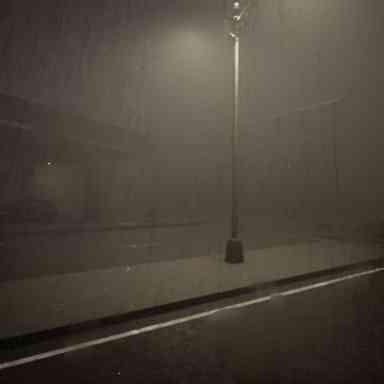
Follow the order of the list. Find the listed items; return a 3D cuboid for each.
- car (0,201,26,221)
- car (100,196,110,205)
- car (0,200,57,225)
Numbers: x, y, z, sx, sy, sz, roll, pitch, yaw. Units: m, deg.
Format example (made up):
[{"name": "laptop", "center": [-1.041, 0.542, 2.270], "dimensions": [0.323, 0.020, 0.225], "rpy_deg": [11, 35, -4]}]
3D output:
[{"name": "car", "center": [-15.302, 1.484, 26.064], "dimensions": [3.806, 1.475, 1.970], "rpy_deg": [1, 0, -35]}, {"name": "car", "center": [-17.440, 1.590, 64.177], "dimensions": [2.097, 1.767, 4.553], "rpy_deg": [1, 0, -36]}, {"name": "car", "center": [-11.344, 1.331, 21.831], "dimensions": [4.611, 1.667, 2.242], "rpy_deg": [1, 0, -35]}]
